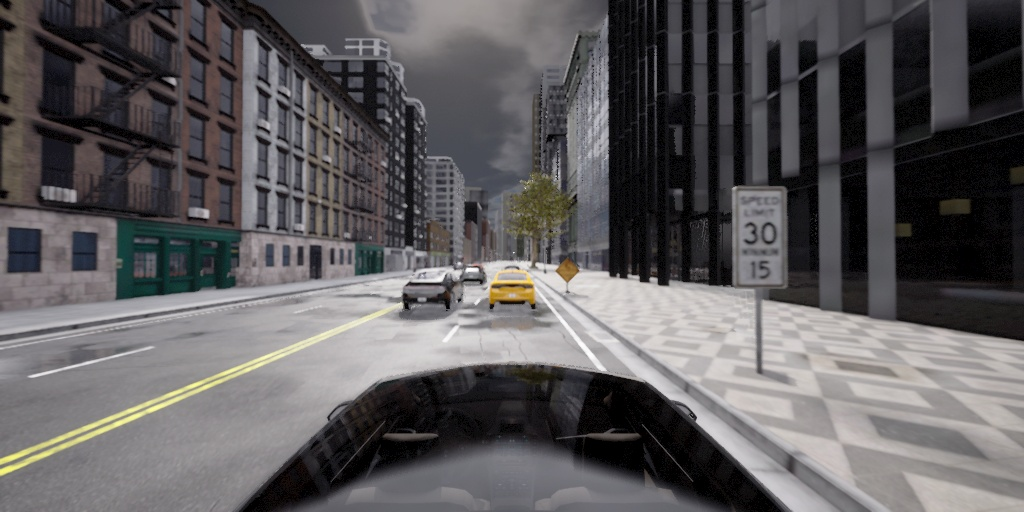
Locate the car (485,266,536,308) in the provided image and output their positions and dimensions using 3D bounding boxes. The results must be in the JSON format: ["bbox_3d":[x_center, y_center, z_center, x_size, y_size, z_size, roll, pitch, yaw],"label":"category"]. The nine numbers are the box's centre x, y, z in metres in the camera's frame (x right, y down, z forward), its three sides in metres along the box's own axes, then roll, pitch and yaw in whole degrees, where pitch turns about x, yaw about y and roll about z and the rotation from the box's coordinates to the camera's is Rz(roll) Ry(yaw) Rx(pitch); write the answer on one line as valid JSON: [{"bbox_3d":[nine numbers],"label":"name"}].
[{"bbox_3d":[0.033,1.370,16.106,1.882,1.535,5.008,0,0,1],"label":"car"}]

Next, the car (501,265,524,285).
[{"bbox_3d":[0.031,1.567,30.756,1.812,1.442,4.674,0,0,1],"label":"car"}]

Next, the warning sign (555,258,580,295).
[{"bbox_3d":[2.855,1.031,18.452,1.300,1.860,1.060,0,0,0],"label":"warning sign"}]

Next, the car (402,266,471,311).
[{"bbox_3d":[-3.226,1.379,15.357,2.128,1.511,4.902,0,0,0],"label":"car"}]

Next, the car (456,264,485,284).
[{"bbox_3d":[-3.221,1.601,30.321,1.994,1.385,4.181,0,-1,0],"label":"car"}]
